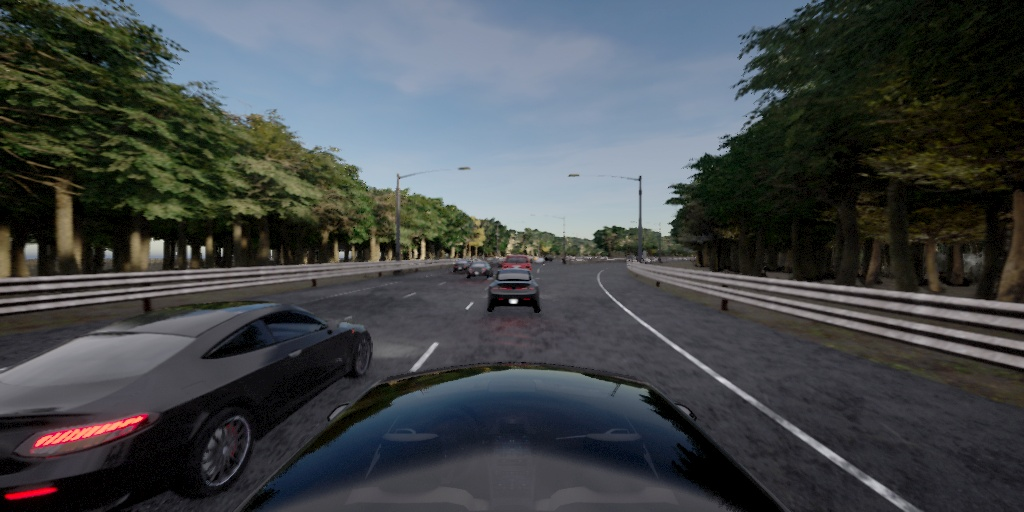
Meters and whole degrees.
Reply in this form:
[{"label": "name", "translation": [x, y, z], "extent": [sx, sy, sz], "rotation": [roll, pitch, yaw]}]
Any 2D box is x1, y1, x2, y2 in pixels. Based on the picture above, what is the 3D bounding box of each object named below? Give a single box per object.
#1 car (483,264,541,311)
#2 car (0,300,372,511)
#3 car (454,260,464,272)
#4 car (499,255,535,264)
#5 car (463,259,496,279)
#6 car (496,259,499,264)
[{"label": "car", "translation": [0.084, 1.250, 14.297], "extent": [1.837, 1.490, 4.892], "rotation": [0, 0, 1]}, {"label": "car", "translation": [-3.313, 1.263, 4.311], "extent": [1.812, 1.442, 4.674], "rotation": [0, 0, -1]}, {"label": "car", "translation": [-5.649, 1.179, 42.616], "extent": [1.812, 1.442, 4.674], "rotation": [0, 0, 5]}, {"label": "car", "translation": [0.437, 0.944, 27.754], "extent": [2.150, 2.045, 5.566], "rotation": [0, 0, 2]}, {"label": "car", "translation": [-2.762, 1.225, 31.594], "extent": [1.812, 1.442, 4.674], "rotation": [0, 0, 3]}, {"label": "car", "translation": [-0.964, 1.160, 55.033], "extent": [1.812, 1.442, 4.674], "rotation": [0, 0, 6]}]
